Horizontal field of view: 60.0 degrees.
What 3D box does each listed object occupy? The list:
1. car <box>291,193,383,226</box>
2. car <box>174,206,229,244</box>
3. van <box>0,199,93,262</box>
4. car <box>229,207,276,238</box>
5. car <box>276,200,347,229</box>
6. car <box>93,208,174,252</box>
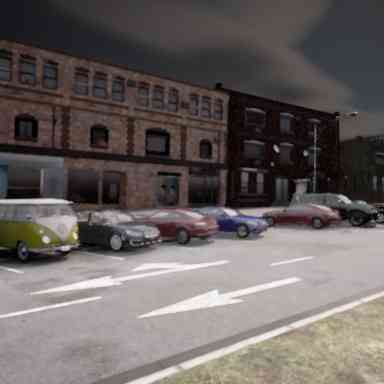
[{"bbox_3d":[9.149,1.094,21.983,5.566,2.045,2.435,-1,-1,37],"label":"car"},{"bbox_3d":[-0.943,1.465,15.309,4.674,1.452,2.002,-1,0,35],"label":"car"},{"bbox_3d":[-5.825,1.238,11.825,4.442,1.987,1.878,-1,-1,35],"label":"van"},{"bbox_3d":[1.558,1.446,17.009,4.674,1.452,2.002,-1,-1,36],"label":"car"},{"bbox_3d":[6.593,1.405,20.341,4.674,1.452,2.002,-1,0,37],"label":"car"},{"bbox_3d":[-3.441,1.447,13.614,4.892,1.521,2.231,-1,-1,35],"label":"car"}]
